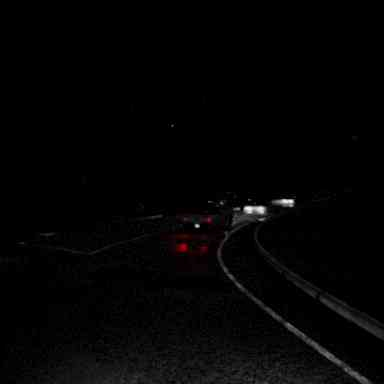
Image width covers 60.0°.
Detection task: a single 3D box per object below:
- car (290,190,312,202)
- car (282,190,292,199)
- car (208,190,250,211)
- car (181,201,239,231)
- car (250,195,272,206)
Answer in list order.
[{"bbox_3d":[16.292,0.717,48.722,2.033,1.411,5.357,0,2,29],"label":"car"},{"bbox_3d":[16.792,0.441,56.641,2.128,1.511,4.902,0,2,29],"label":"car"},{"bbox_3d":[3.442,0.847,32.064,2.150,2.045,5.566,0,1,28],"label":"car"},{"bbox_3d":[1.091,1.447,19.576,1.895,1.301,4.718,0,1,22],"label":"car"},{"bbox_3d":[8.577,1.002,41.659,1.895,1.301,4.718,0,1,28],"label":"car"}]
